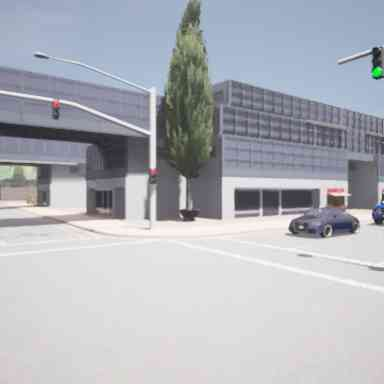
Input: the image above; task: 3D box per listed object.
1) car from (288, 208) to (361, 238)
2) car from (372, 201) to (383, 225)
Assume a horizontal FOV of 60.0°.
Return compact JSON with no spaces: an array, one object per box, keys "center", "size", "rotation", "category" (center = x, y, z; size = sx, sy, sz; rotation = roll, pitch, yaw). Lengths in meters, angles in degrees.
[{"center":[7.020,1.545,17.557],"size":[4.181,1.385,1.994],"rotation":[0,0,-35],"category":"car"},{"center":[14.683,1.191,22.919],"size":[5.566,2.045,2.150],"rotation":[0,0,-35],"category":"car"}]
